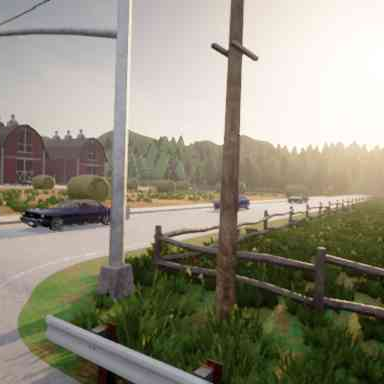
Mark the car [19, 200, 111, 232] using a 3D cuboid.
[{"bbox_3d":[-5.750,1.059,16.274,1.895,1.301,4.718,3,2,33],"label":"car"}]

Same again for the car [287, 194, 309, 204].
[{"bbox_3d":[15.562,0.943,48.460,2.033,1.411,5.357,3,2,33],"label":"car"}]

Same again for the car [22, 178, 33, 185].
[{"bbox_3d":[-39.021,-2.420,79.400,1.905,1.878,3.866,8,2,-13],"label":"car"}]

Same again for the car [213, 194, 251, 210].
[{"bbox_3d":[3.730,0.905,30.655,1.882,1.535,5.008,3,2,33],"label":"car"}]
